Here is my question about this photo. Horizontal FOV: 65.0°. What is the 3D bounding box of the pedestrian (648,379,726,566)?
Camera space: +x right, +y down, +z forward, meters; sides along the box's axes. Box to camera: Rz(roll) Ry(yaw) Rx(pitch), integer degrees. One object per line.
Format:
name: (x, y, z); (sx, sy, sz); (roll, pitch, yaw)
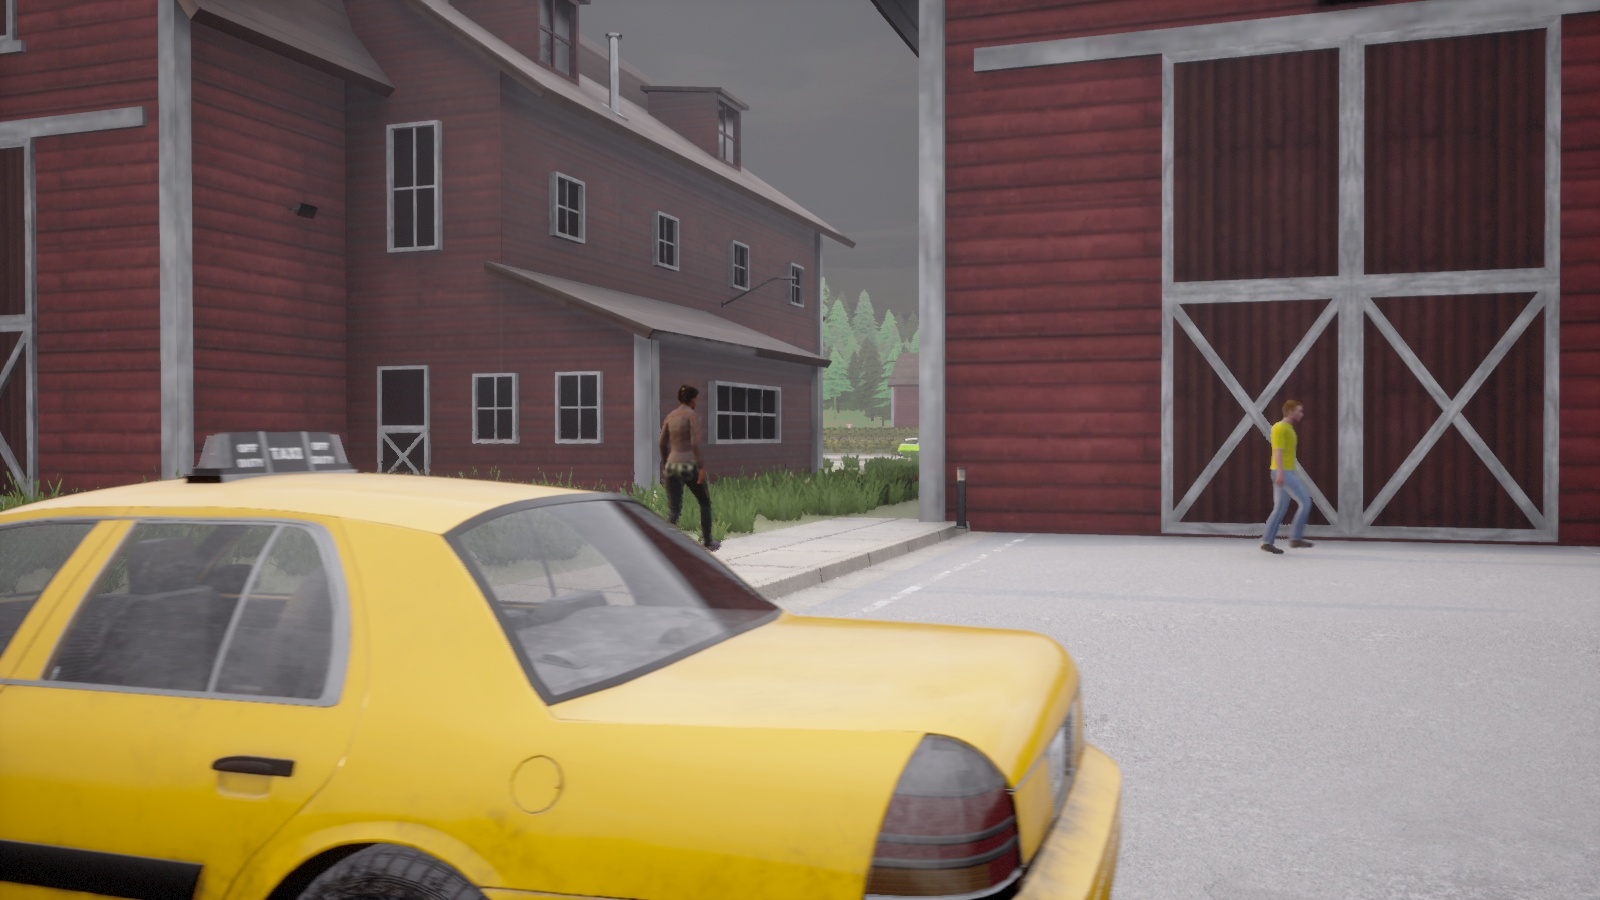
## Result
pedestrian: (-1.121, 0.213, 12.565); (0.328, 1.805, 0.869); (1, 1, 29)

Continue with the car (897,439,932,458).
car: (8.257, -0.124, 90.436); (2.207, 1.376, 1.481); (1, 1, 19)

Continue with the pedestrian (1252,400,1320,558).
pedestrian: (5.752, 0.335, 14.862); (0.706, 1.836, 0.354); (1, 1, 25)

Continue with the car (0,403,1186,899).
car: (-1.674, 0.702, 3.759); (5.366, 1.575, 1.801); (0, 1, 19)
